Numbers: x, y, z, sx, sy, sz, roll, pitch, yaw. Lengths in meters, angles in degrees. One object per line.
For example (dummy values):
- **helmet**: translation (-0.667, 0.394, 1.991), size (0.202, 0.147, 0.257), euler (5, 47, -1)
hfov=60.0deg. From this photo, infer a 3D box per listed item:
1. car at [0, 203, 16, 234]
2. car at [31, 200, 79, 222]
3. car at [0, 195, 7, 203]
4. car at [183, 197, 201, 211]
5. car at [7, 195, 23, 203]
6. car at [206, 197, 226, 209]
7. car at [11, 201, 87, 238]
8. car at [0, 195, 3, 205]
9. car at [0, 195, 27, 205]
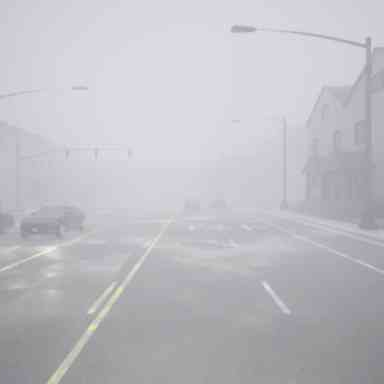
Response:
- **car**: translation (-10.591, 1.489, 15.981), size (2.033, 1.411, 5.357), euler (0, 0, 0)
- **car**: translation (-10.535, 1.430, 26.062), size (1.812, 1.442, 4.674), euler (0, 0, 1)
- **car**: translation (-28.164, 1.280, 47.197), size (2.038, 1.542, 4.974), euler (0, 0, -36)
- **car**: translation (-0.032, 1.371, 39.091), size (2.128, 1.511, 4.902), euler (0, 0, -3)
- **car**: translation (-28.976, 1.102, 52.517), size (1.853, 1.218, 4.536), euler (0, 0, 29)
- **car**: translation (3.100, 1.393, 42.603), size (1.812, 1.442, 4.674), euler (0, 0, -8)
- **car**: translation (-7.083, 1.413, 17.447), size (1.882, 1.535, 5.008), euler (0, 0, 0)
- **car**: translation (-28.195, 1.122, 47.238), size (1.853, 1.218, 4.536), euler (0, 0, -36)
- **car**: translation (-28.952, 1.260, 52.564), size (2.038, 1.542, 4.974), euler (0, 0, 29)
